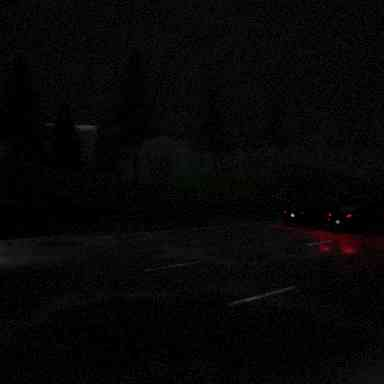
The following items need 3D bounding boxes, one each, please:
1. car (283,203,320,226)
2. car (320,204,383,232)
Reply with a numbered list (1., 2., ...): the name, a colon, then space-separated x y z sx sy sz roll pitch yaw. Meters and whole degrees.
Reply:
1. car: 8.052 1.440 22.380 4.181 1.385 1.994 0 0 -35
2. car: 9.740 1.405 19.286 4.674 1.442 1.812 0 0 -35
